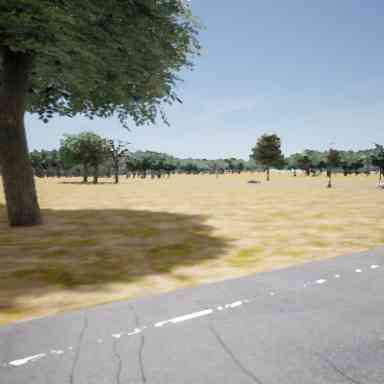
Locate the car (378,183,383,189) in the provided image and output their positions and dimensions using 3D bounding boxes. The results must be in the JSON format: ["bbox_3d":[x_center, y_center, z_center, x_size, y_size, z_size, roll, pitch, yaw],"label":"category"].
[{"bbox_3d":[41.338,-1.395,69.050,1.812,1.442,4.674,-2,3,-34],"label":"car"}]
